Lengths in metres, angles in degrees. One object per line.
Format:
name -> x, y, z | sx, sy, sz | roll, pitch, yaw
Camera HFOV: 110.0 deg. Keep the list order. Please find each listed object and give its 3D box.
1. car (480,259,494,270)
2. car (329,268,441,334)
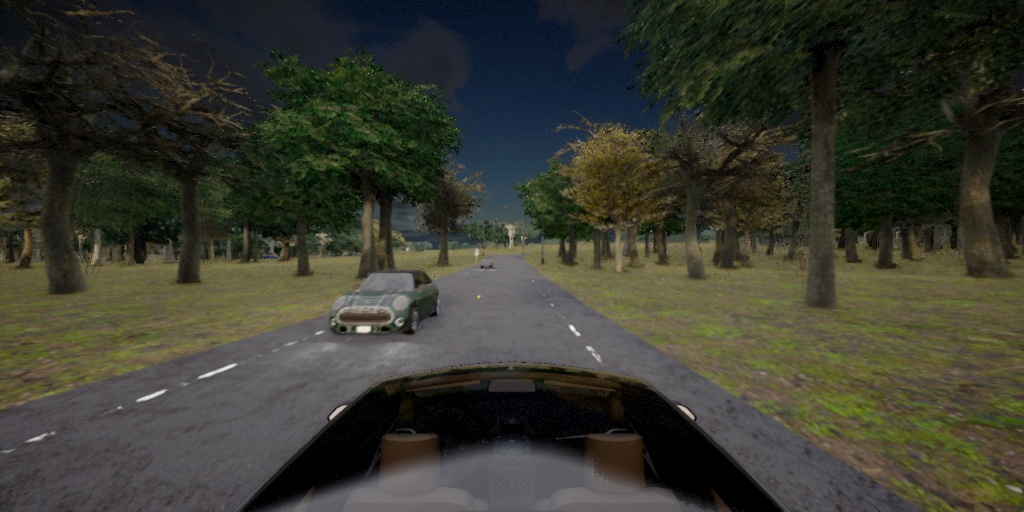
car -> -3.559, 1.139, 51.648 | 1.837, 1.490, 4.892 | 0, 1, 0
car -> -3.593, 1.210, 10.942 | 2.097, 1.767, 4.553 | 0, -1, 0
